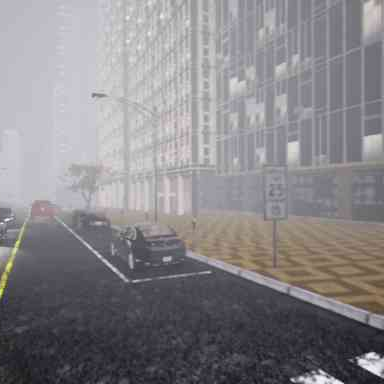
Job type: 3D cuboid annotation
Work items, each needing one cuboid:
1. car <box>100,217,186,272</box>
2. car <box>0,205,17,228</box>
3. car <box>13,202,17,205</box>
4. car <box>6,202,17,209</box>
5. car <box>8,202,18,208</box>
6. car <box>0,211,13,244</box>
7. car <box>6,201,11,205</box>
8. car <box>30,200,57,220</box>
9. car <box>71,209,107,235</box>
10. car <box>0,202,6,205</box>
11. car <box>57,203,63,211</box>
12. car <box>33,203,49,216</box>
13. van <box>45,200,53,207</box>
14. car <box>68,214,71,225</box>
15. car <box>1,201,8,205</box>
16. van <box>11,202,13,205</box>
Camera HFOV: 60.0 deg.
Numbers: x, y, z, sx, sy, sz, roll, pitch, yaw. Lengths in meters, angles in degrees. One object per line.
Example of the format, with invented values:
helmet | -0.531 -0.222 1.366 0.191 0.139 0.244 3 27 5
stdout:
car | -1.643 1.722 11.493 2.008 1.369 4.403 -1 0 -25
car | -15.104 2.035 26.472 1.837 1.490 4.892 0 -1 -25
car | -38.061 2.947 68.928 1.887 1.381 4.507 -1 0 -25
car | -42.868 3.160 79.099 2.008 1.369 4.403 -2 0 -25
car | -45.272 3.265 84.183 2.008 1.369 4.403 -2 0 -25
car | -10.799 1.923 17.361 1.994 1.385 4.181 0 -1 -25
car | -30.851 2.641 53.675 1.887 1.381 4.507 -1 0 -25
car | -16.092 1.887 35.865 2.150 2.045 5.566 0 -1 -25
car | -6.450 1.925 21.663 1.947 1.339 4.313 -1 0 -25
car | -26.044 2.446 43.505 2.008 1.369 4.403 -1 0 -25
car | -23.275 2.629 57.257 1.802 1.307 4.206 -2 0 -25
car | -20.866 2.367 45.898 1.837 1.490 4.892 0 0 -25
van | -37.702 3.006 87.767 1.690 1.788 3.998 -2 0 -25
car | -8.854 2.021 26.748 1.947 1.339 4.313 -2 0 -25
car | -28.376 2.518 48.437 1.752 1.417 4.829 -1 0 -25
van | -33.260 2.539 58.760 1.690 1.788 3.998 -1 0 -25
